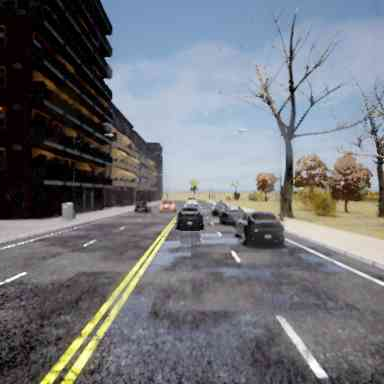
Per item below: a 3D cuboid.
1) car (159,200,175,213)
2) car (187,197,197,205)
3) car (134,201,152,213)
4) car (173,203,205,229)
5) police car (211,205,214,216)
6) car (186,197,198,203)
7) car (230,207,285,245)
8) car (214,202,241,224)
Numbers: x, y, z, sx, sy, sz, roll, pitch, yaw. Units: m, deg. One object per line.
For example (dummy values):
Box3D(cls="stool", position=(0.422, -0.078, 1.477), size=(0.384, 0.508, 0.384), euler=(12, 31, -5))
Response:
Box3D(cls="car", position=(-3.329, 1.881, 45.521), size=(2.097, 1.767, 4.553), euler=(0, -1, 0))
Box3D(cls="car", position=(0.020, 2.154, 80.397), size=(2.150, 2.045, 5.566), euler=(0, -1, 0))
Box3D(cls="car", position=(-6.581, 2.025, 44.773), size=(1.837, 1.490, 4.892), euler=(0, -1, 0))
Box3D(cls="car", position=(-0.112, 1.788, 24.152), size=(1.837, 1.490, 4.892), euler=(0, 0, 1))
Box3D(cls="police car", position=(3.259, 1.955, 38.630), size=(2.038, 1.542, 4.974), euler=(0, -1, 0))
Box3D(cls="car", position=(0.016, 1.977, 65.248), size=(2.150, 2.045, 5.566), euler=(0, -1, 0))
Box3D(cls="car", position=(3.254, 1.699, 16.629), size=(1.837, 1.490, 4.892), euler=(0, -1, 0))
Box3D(cls="car", position=(3.256, 1.814, 27.629), size=(2.128, 1.511, 4.902), euler=(0, -1, 0))
